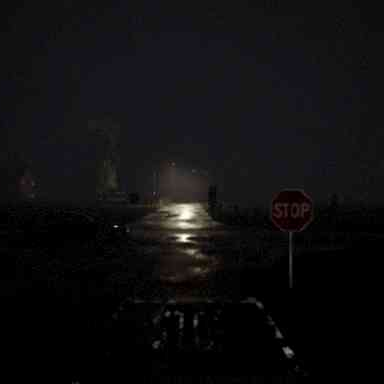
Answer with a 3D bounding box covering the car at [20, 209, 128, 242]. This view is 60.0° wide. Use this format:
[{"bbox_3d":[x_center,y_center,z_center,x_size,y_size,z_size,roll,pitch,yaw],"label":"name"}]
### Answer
[{"bbox_3d":[-5.531,1.559,15.919,4.902,1.511,2.128,1,-1,-1],"label":"car"}]
